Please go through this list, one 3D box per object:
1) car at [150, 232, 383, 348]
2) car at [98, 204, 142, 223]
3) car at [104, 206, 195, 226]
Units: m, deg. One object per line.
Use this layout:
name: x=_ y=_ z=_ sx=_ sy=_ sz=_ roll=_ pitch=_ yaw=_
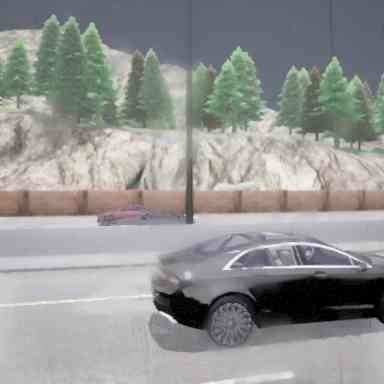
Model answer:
car: x=1.725 y=1.479 z=5.912 sx=4.902 sy=1.511 sz=2.128 roll=0 pitch=0 yaw=-13
car: x=-4.287 y=1.534 z=22.700 sx=4.181 sy=1.385 sz=1.994 roll=0 pitch=0 yaw=-13
car: x=-1.933 y=1.541 z=16.053 sx=4.181 sy=1.385 sz=1.994 roll=0 pitch=0 yaw=-13
